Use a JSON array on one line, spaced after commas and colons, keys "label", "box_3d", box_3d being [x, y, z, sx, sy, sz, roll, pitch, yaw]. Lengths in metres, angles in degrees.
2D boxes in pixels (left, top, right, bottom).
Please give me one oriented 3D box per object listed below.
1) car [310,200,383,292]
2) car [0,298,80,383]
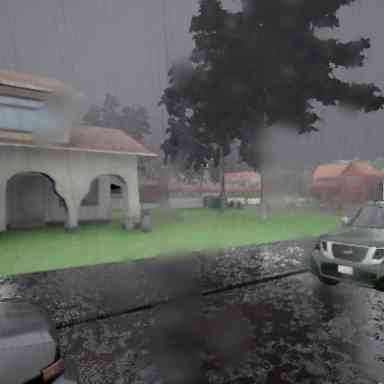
[{"label": "car", "box_3d": [5.376, 1.230, 8.416, 5.566, 2.045, 2.150, 0, 0, -36]}, {"label": "car", "box_3d": [-3.577, 1.545, 2.056, 5.357, 1.411, 2.033, 0, 0, -35]}]
